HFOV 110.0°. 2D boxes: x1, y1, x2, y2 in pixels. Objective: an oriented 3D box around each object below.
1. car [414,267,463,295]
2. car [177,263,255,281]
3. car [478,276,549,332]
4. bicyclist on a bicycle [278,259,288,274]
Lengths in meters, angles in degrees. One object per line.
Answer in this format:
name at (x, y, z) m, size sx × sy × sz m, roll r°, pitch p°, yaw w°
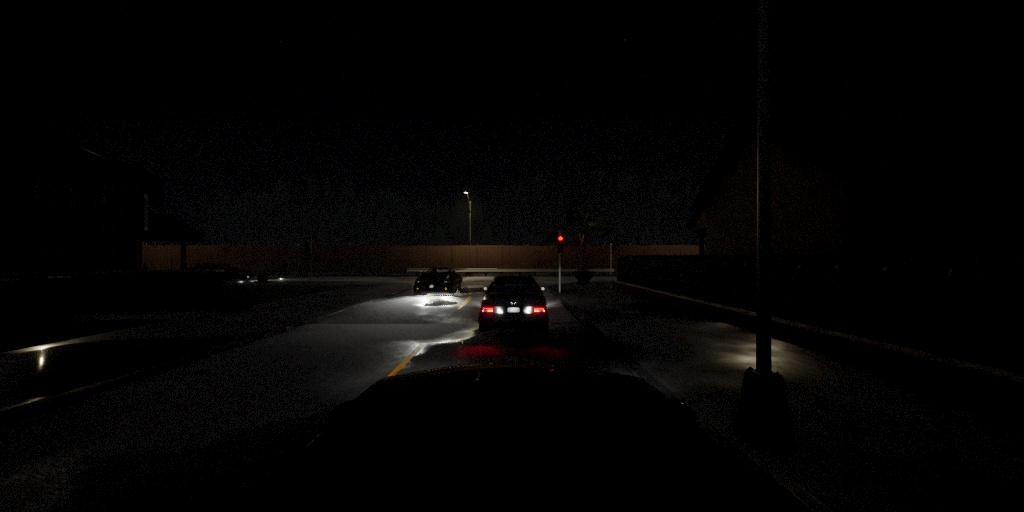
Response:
car at (-3.940, 1.314, 19.760) m, size 1.994 × 1.385 × 4.181 m, roll 0°, pitch 0°, yaw 1°
car at (-24.079, 1.297, 29.092) m, size 5.357 × 1.411 × 2.033 m, roll 0°, pitch 0°, yaw 0°
car at (0.058, 1.297, 10.836) m, size 2.033 × 1.411 × 5.357 m, roll 0°, pitch 0°, yaw 1°
bicyclist on a bicycle at (-23.971, 1.099, 37.490) m, size 0.582 × 1.620 × 1.656 m, roll 0°, pitch 0°, yaw 0°
